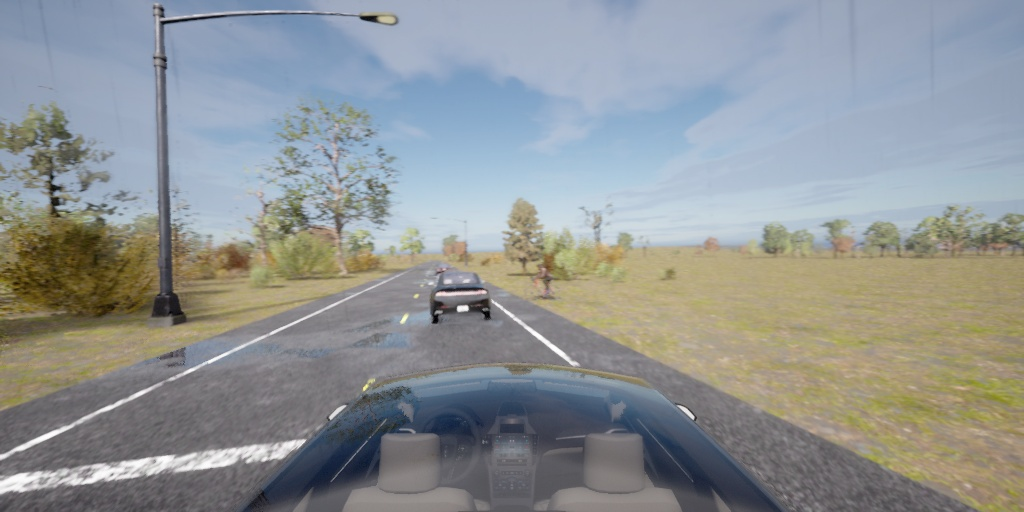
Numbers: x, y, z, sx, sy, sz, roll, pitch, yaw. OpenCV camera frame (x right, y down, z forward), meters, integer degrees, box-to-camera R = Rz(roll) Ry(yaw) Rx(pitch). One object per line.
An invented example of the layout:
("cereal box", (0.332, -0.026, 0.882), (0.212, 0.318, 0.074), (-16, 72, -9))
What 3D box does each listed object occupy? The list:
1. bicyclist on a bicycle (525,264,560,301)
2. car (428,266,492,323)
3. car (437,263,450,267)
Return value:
("bicyclist on a bicycle", (1.361, 1.186, 15.889), (1.656, 1.620, 0.582), (1, 0, -12))
("car", (-1.878, 1.293, 12.560), (2.128, 1.511, 4.902), (-2, 0, -11))
("car", (-7.885, 1.522, 41.354), (2.033, 1.411, 5.357), (-2, 0, -12))
